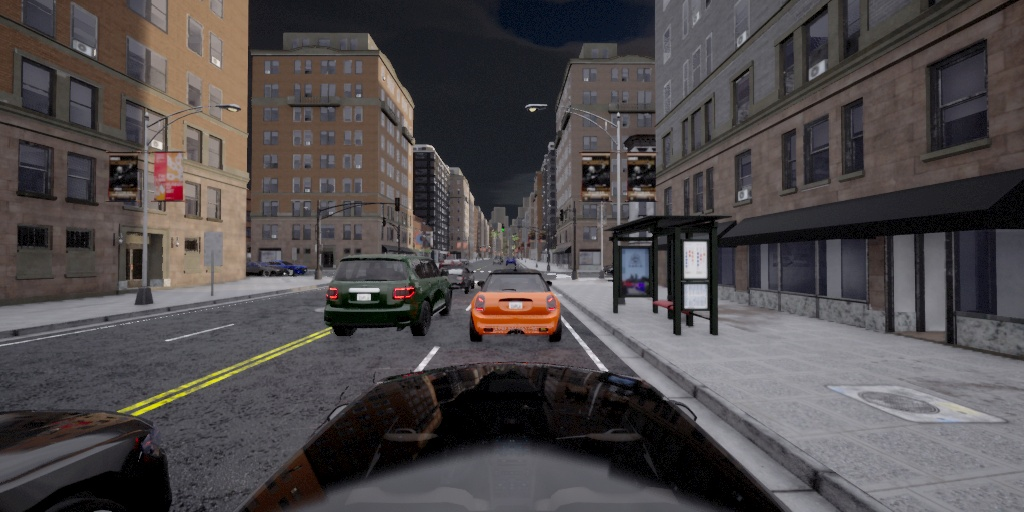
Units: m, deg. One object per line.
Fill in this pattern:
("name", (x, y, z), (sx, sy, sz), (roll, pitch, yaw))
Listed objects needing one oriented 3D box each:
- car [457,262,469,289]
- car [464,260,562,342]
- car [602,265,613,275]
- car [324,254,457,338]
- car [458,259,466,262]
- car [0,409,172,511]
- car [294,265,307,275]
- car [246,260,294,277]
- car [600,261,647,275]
("car", (-3.206, 1.283, 20.591), (1.812, 1.442, 4.674), (0, 0, 0))
("car", (0.077, 1.105, 9.973), (2.097, 1.767, 4.553), (0, 0, 0))
("car", (12.836, 1.385, 38.902), (5.357, 1.411, 2.033), (0, -1, -4))
("car", (-3.174, 0.974, 10.349), (2.150, 2.045, 5.566), (0, 0, 0))
("car", (-9.977, 1.296, 64.347), (1.812, 1.442, 4.674), (0, 0, 0))
("car", (-3.144, 1.241, 0.320), (2.128, 1.511, 4.902), (0, 0, 0))
("car", (-22.799, 1.151, 35.209), (5.008, 1.535, 1.882), (0, -1, 0))
("car", (-22.928, 1.177, 31.959), (5.357, 1.411, 2.033), (0, -1, 0))
("car", (13.058, 1.373, 42.133), (4.902, 1.511, 2.128), (0, -1, 0))
